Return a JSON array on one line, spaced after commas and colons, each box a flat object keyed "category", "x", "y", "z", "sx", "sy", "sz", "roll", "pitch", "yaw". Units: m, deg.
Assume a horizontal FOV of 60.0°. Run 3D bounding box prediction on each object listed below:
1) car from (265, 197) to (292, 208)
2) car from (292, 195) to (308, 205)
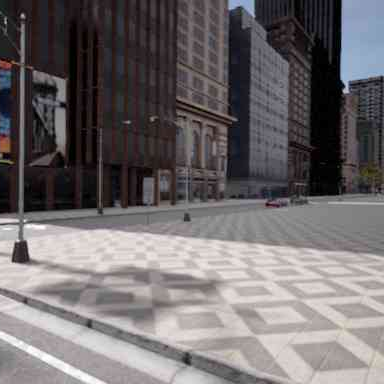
[{"category": "car", "x": 11.685, "y": 1.409, "z": 45.829, "sx": 1.994, "sy": 1.385, "sz": 4.181, "roll": 1, "pitch": 1, "yaw": 36}, {"category": "car", "x": 17.412, "y": 1.293, "z": 54.018, "sx": 2.128, "sy": 1.511, "sz": 4.902, "roll": 1, "pitch": 1, "yaw": 35}]
